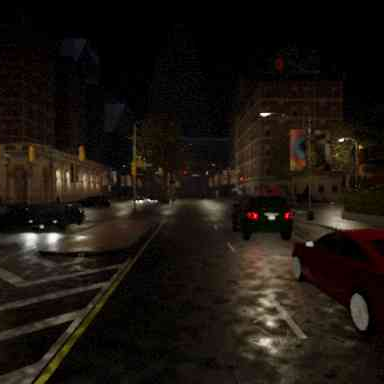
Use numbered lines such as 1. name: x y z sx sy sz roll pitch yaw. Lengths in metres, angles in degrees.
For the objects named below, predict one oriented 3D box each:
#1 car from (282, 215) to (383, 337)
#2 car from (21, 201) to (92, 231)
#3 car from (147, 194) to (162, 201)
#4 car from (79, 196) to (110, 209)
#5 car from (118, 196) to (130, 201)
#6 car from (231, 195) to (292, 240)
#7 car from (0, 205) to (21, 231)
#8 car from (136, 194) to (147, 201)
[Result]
1. car: 3.524 1.456 6.641 1.882 1.535 5.008 0 0 -1
2. car: -8.283 1.525 20.941 2.033 1.411 5.357 0 0 -1
3. car: -9.146 1.411 81.117 1.994 1.385 4.181 0 0 -1
4. car: -13.481 1.293 45.405 4.553 1.767 2.097 0 0 26
5. car: -15.844 1.476 77.549 1.895 1.301 4.718 0 0 -1
6. car: 3.377 1.179 16.918 2.150 2.045 5.566 0 0 -1
7. car: -11.783 1.533 20.891 2.033 1.411 5.357 0 0 -1
8. car: -12.645 1.392 81.060 2.128 1.511 4.902 0 0 -1
